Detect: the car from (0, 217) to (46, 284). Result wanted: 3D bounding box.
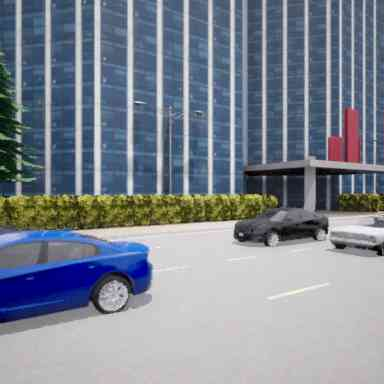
[{"bbox_3d":[-6.378,1.505,8.172,4.892,1.490,1.837,0,0,-33],"label":"car"}]

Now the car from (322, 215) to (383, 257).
[{"bbox_3d":[7.498,1.601,13.071,4.718,1.301,1.895,0,0,-33],"label":"car"}]

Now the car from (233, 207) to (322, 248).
[{"bbox_3d":[4.111,1.477,15.039,5.008,1.535,1.882,0,0,-33],"label":"car"}]

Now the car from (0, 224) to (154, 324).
[{"bbox_3d":[-3.152,1.478,6.099,5.008,1.535,1.882,0,0,-33],"label":"car"}]
